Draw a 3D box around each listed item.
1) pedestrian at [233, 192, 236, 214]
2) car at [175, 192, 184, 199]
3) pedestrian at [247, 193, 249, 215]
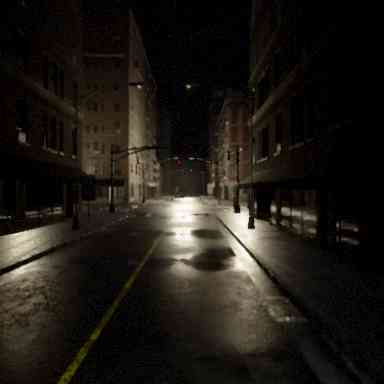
[{"bbox_3d":[3.635,0.915,28.517,0.375,1.860,0.375,0,0,0],"label":"pedestrian"},{"bbox_3d":[-2.951,0.696,78.446,2.097,1.767,4.553,0,0,0],"label":"car"},{"bbox_3d":[4.635,0.971,27.317,0.375,1.860,0.375,0,0,0],"label":"pedestrian"}]
